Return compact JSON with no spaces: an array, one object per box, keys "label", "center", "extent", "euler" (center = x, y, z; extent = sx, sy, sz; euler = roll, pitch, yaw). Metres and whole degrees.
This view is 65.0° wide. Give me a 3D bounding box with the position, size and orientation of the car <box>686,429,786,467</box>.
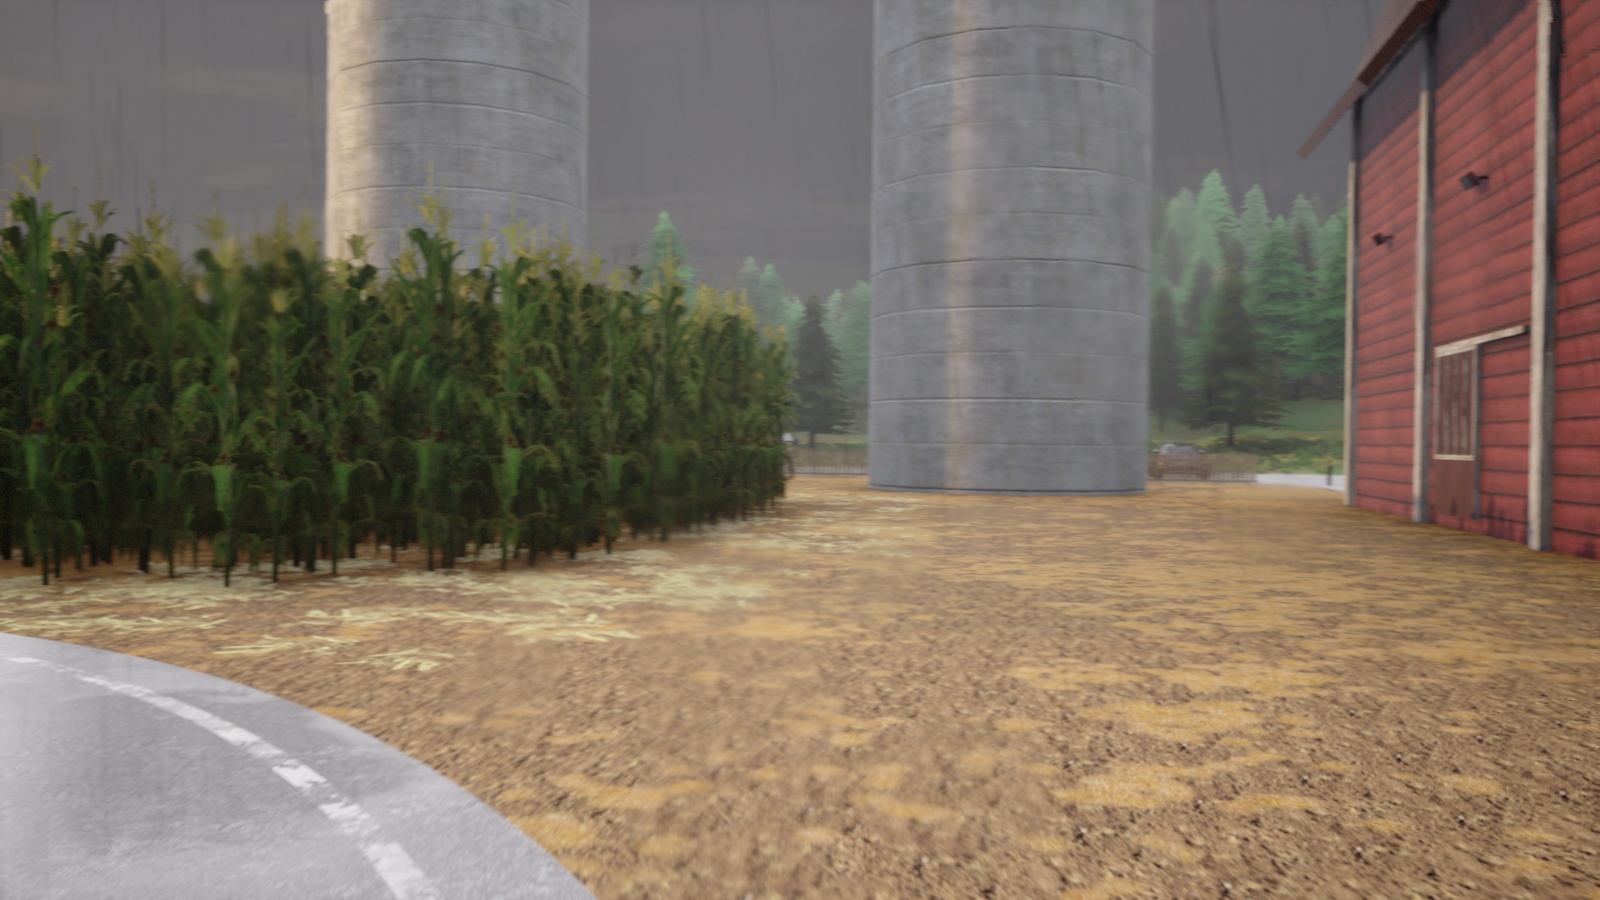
[{"label":"car","center":[-3.161,-0.098,62.264],"extent":[4.605,1.855,1.932],"euler":[0,0,12]}]
